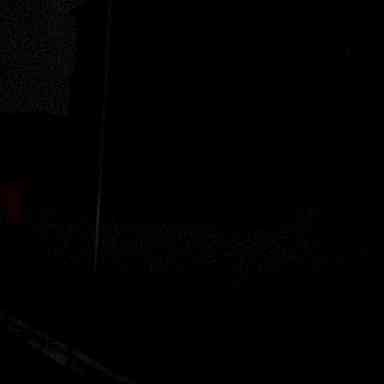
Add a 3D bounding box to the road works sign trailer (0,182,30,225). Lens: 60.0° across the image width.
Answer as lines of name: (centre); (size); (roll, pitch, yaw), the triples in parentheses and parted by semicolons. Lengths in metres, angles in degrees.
road works sign trailer: (-10.329, 0.651, 16.714); (2.880, 2.380, 3.560); (3, 3, -7)
